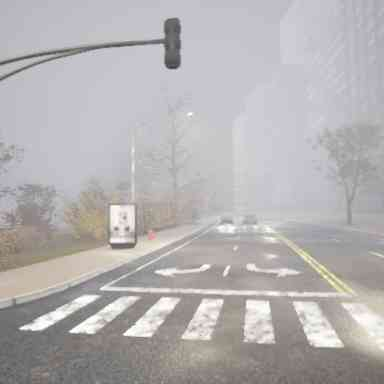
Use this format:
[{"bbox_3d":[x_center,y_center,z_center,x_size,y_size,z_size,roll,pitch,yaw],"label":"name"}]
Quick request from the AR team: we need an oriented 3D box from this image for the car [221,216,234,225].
[{"bbox_3d":[5.140,4.135,48.357,1.895,1.301,4.718,-1,-3,7],"label":"car"}]

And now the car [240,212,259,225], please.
[{"bbox_3d":[8.368,3.967,48.004,1.837,1.490,4.892,-1,-3,7],"label":"car"}]
